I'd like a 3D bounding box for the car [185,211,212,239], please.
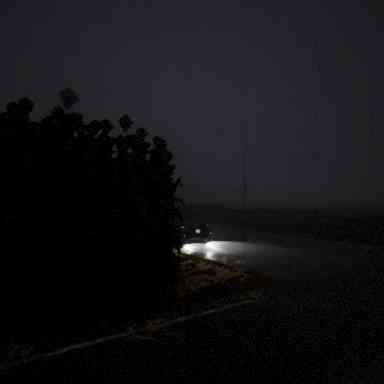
[{"bbox_3d":[-0.884,1.573,16.474,1.994,1.385,4.181,0,0,-35],"label":"car"}]
